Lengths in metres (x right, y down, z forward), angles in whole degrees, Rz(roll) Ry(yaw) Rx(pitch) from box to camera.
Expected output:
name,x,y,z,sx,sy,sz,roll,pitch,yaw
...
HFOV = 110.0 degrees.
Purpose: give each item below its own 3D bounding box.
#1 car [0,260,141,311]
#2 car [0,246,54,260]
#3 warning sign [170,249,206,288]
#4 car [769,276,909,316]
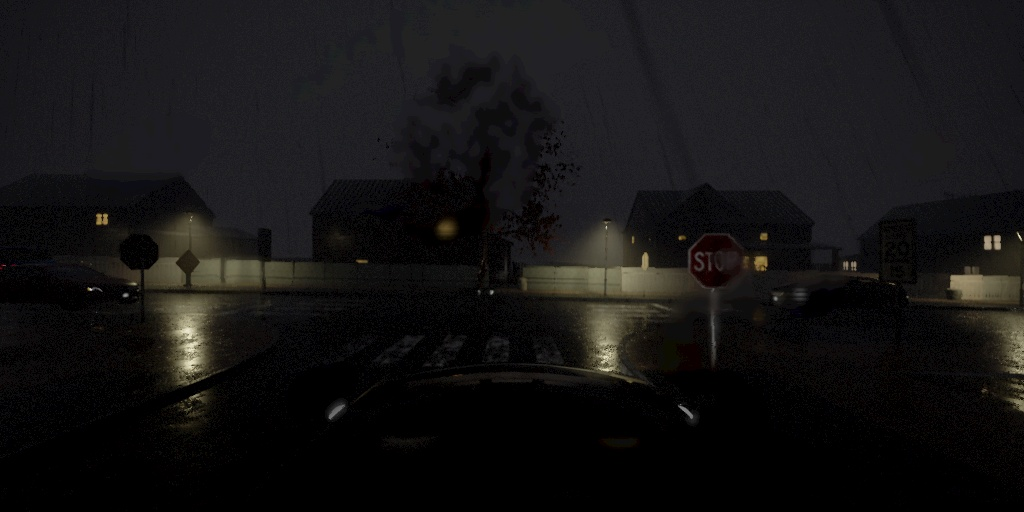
name,x,y,z,sx,sy,sz,roll,pitch,yaw
car,-15.296,0.989,12.038,4.674,1.442,1.812,1,0,0
car,-22.628,0.569,15.009,5.566,2.045,2.150,1,0,-1
warning sign,-15.745,0.598,17.405,1.060,1.860,1.300,0,0,0
car,13.515,1.580,14.993,4.902,1.511,2.128,1,0,0
